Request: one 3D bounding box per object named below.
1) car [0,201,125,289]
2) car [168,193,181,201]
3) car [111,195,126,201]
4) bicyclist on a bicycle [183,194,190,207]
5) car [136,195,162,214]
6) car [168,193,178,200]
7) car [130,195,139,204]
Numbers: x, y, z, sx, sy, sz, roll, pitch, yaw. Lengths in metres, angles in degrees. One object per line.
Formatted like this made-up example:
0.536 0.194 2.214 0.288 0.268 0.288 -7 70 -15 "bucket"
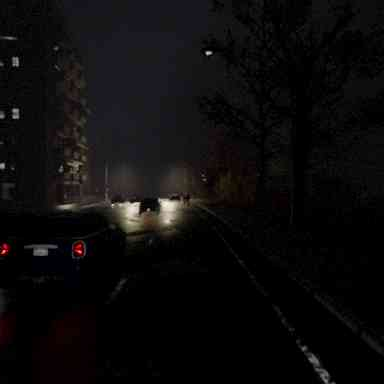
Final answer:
-3.255 1.298 9.212 2.097 1.767 4.553 0 0 -1 "car"
-3.302 1.081 66.280 2.128 1.511 4.902 0 0 -6 "car"
-12.130 1.218 55.016 2.033 1.411 5.357 0 0 -4 "car"
-0.514 1.110 42.533 0.659 1.776 1.843 0 1 -4 "bicyclist on a bicycle"
-3.981 1.313 32.001 1.837 1.490 4.892 0 0 -3 "car"
-4.536 1.051 77.885 2.033 1.411 5.357 0 0 -7 "car"
-8.744 1.244 53.040 1.994 1.385 4.181 0 0 -4 "car"
